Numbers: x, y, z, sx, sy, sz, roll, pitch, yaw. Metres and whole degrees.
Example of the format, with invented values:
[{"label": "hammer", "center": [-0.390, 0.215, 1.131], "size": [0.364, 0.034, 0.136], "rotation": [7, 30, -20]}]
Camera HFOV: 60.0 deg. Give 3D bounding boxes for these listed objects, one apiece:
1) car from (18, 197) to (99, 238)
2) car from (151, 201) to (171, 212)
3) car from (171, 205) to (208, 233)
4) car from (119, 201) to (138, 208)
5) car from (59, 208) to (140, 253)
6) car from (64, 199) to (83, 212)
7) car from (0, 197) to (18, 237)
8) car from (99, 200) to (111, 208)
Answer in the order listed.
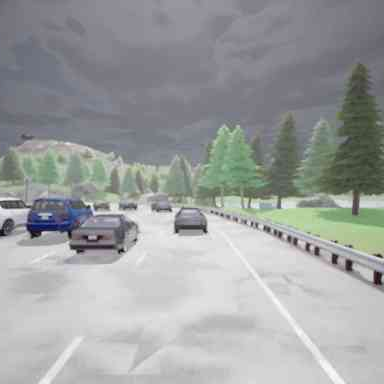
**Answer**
[{"label": "car", "center": [-7.003, 1.309, 18.269], "size": [2.150, 2.045, 5.566], "rotation": [0, 0, -2]}, {"label": "car", "center": [-3.857, 1.763, 41.575], "size": [1.994, 1.385, 4.181], "rotation": [0, 0, -18]}, {"label": "car", "center": [-0.170, 1.662, 20.687], "size": [1.994, 1.385, 4.181], "rotation": [0, 0, -4]}, {"label": "car", "center": [-8.739, 1.817, 45.342], "size": [1.895, 1.301, 4.718], "rotation": [0, 0, -22]}, {"label": "car", "center": [-3.413, 1.614, 13.885], "size": [2.033, 1.411, 5.357], "rotation": [0, 0, 0]}, {"label": "car", "center": [-15.197, 1.696, 42.616], "size": [2.128, 1.511, 4.902], "rotation": [0, 0, -22]}, {"label": "car", "center": [-10.520, 1.310, 18.541], "size": [2.150, 2.045, 5.566], "rotation": [0, 0, -2]}, {"label": "car", "center": [-12.001, 1.736, 44.067], "size": [1.812, 1.442, 4.674], "rotation": [0, 0, -22]}]
